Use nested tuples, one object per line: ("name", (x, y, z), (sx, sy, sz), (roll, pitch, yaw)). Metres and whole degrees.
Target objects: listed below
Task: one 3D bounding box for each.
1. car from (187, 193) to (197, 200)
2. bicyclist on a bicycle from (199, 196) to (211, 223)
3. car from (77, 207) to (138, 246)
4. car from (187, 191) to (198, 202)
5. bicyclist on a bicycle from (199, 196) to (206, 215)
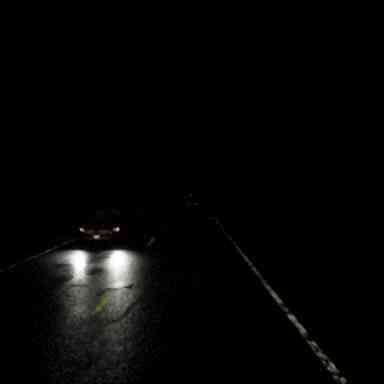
("car", (-0.008, 0.875, 73.698), (2.033, 1.411, 5.357), (0, 1, 0))
("bicyclist on a bicycle", (0.963, 1.193, 21.783), (0.659, 1.776, 1.843), (0, 1, 0))
("car", (-3.600, 1.405, 14.873), (1.812, 1.442, 4.674), (0, 0, 0))
("car", (0.092, 0.991, 57.093), (2.128, 1.511, 4.902), (0, 1, 0))
("bicyclist on a bicycle", (0.962, 1.203, 30.373), (0.582, 1.620, 1.656), (0, 0, 0))
